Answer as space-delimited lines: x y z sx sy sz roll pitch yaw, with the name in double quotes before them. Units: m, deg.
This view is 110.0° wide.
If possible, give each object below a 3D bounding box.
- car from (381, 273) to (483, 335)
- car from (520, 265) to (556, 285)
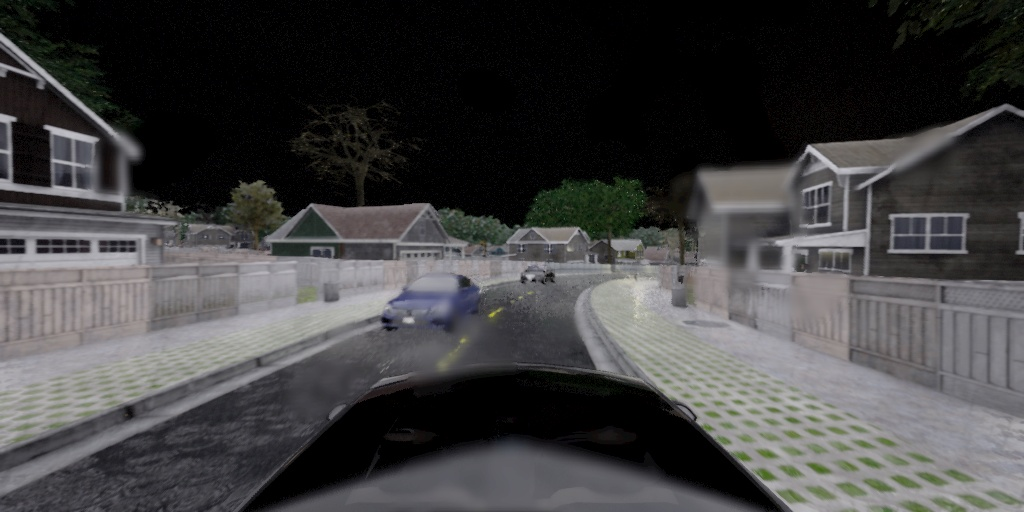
"car" -2.103 1.262 10.715 1.812 1.442 4.674 1 0 8
"car" 2.126 1.419 28.270 2.128 1.511 4.902 1 -1 20
